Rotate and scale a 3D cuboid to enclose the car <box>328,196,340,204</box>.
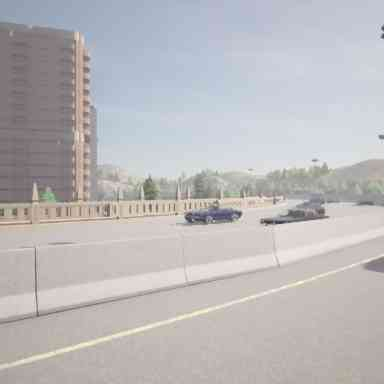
[{"bbox_3d":[27.518,1.521,64.927,2.128,1.511,4.902,0,0,14],"label":"car"}]

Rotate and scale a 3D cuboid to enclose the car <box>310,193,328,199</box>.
[{"bbox_3d":[22.131,1.219,58.706,2.150,2.045,5.566,0,0,18],"label":"car"}]

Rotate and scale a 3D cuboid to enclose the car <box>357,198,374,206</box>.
[{"bbox_3d":[27.429,1.597,52.618,1.895,1.301,4.718,0,0,20],"label":"car"}]

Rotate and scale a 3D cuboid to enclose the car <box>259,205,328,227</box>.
[{"bbox_3d":[5.712,1.600,18.417,1.895,1.301,4.718,0,0,45],"label":"car"}]

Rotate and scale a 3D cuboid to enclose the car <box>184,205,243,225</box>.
[{"bbox_3d":[1.604,1.600,24.182,1.895,1.301,4.718,0,0,44],"label":"car"}]

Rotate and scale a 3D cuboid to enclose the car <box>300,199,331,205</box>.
[{"bbox_3d":[10.101,1.563,28.692,1.994,1.385,4.181,0,0,38],"label":"car"}]
